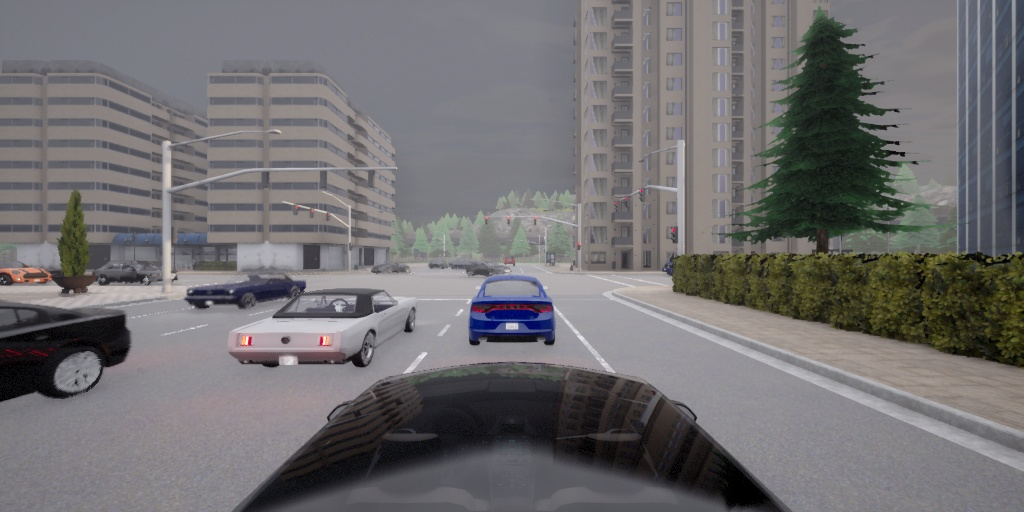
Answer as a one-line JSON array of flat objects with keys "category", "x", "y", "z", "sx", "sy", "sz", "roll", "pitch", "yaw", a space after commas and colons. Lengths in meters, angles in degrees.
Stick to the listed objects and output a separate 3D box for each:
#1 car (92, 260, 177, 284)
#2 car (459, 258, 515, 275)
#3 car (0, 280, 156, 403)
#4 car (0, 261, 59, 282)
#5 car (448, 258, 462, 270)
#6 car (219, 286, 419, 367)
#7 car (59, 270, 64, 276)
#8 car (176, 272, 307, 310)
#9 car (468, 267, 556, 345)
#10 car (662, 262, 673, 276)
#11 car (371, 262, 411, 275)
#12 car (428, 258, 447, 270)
[{"category": "car", "x": -25.946, "y": 1.241, "z": 24.780, "sx": 4.902, "sy": 1.511, "sz": 2.128, "roll": 0, "pitch": 0, "yaw": 1}, {"category": "car", "x": -2.198, "y": 1.241, "z": 32.791, "sx": 4.902, "sy": 1.511, "sz": 2.128, "roll": 0, "pitch": 0, "yaw": 42}, {"category": "car", "x": -7.116, "y": 1.227, "z": 3.679, "sx": 1.882, "sy": 1.535, "sz": 5.008, "roll": 0, "pitch": 0, "yaw": -1}, {"category": "car", "x": -35.097, "y": 1.102, "z": 24.810, "sx": 4.553, "sy": 1.767, "sz": 2.097, "roll": 0, "pitch": 0, "yaw": 0}, {"category": "car", "x": -7.544, "y": 1.102, "z": 52.136, "sx": 2.097, "sy": 1.767, "sz": 4.553, "roll": 0, "pitch": 0, "yaw": 0}, {"category": "car", "x": -3.496, "y": 1.351, "z": 7.841, "sx": 1.895, "sy": 1.301, "sz": 4.718, "roll": 0, "pitch": 0, "yaw": 0}, {"category": "car", "x": -38.613, "y": 1.351, "z": 28.318, "sx": 4.718, "sy": 1.301, "sz": 1.895, "roll": 0, "pitch": 0, "yaw": 0}, {"category": "car", "x": -10.716, "y": 1.351, "z": 14.881, "sx": 1.895, "sy": 1.301, "sz": 4.718, "roll": 0, "pitch": 0, "yaw": -1}, {"category": "car", "x": -0.004, "y": 1.228, "z": 9.507, "sx": 1.882, "sy": 1.535, "sz": 5.008, "roll": 0, "pitch": 0, "yaw": 0}, {"category": "car", "x": 17.894, "y": 0.971, "z": 35.453, "sx": 5.566, "sy": 2.045, "sz": 2.150, "roll": 0, "pitch": 0, "yaw": 0}, {"category": "car", "x": -13.041, "y": 1.314, "z": 38.891, "sx": 1.994, "sy": 1.385, "sz": 4.181, "roll": 1, "pitch": 0, "yaw": 33}, {"category": "car", "x": -11.055, "y": 1.101, "z": 53.547, "sx": 2.097, "sy": 1.767, "sz": 4.553, "roll": 0, "pitch": 0, "yaw": 0}]
